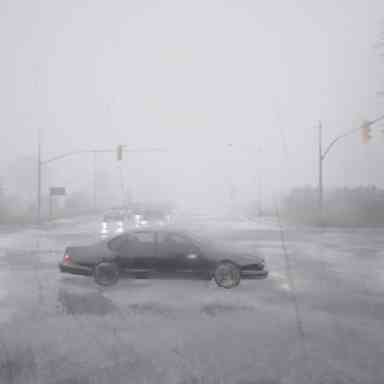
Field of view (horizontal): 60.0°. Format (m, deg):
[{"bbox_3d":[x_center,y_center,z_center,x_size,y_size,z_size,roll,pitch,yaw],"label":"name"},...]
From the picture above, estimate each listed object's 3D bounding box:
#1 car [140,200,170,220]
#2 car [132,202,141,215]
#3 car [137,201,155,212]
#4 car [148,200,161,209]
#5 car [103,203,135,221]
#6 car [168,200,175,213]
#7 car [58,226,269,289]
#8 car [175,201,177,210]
[{"bbox_3d":[-3.604,1.914,33.368,1.882,1.535,5.008,0,-1,0],"label":"car"},{"bbox_3d":[-7.104,2.047,41.493,1.837,1.490,4.892,0,-1,0],"label":"car"},{"bbox_3d":[-7.080,2.226,52.004,2.033,1.411,5.357,0,-1,1],"label":"car"},{"bbox_3d":[-7.038,2.309,63.664,1.882,1.535,5.008,0,0,1],"label":"car"},{"bbox_3d":[-7.115,2.022,32.178,1.895,1.301,4.718,0,-1,1],"label":"car"},{"bbox_3d":[-3.604,2.039,42.947,1.882,1.535,5.008,0,-1,0],"label":"car"},{"bbox_3d":[-0.738,1.667,9.050,5.357,1.411,2.033,0,-1,3],"label":"car"},{"bbox_3d":[-3.562,2.078,55.597,2.097,1.767,4.553,0,-1,0],"label":"car"}]
